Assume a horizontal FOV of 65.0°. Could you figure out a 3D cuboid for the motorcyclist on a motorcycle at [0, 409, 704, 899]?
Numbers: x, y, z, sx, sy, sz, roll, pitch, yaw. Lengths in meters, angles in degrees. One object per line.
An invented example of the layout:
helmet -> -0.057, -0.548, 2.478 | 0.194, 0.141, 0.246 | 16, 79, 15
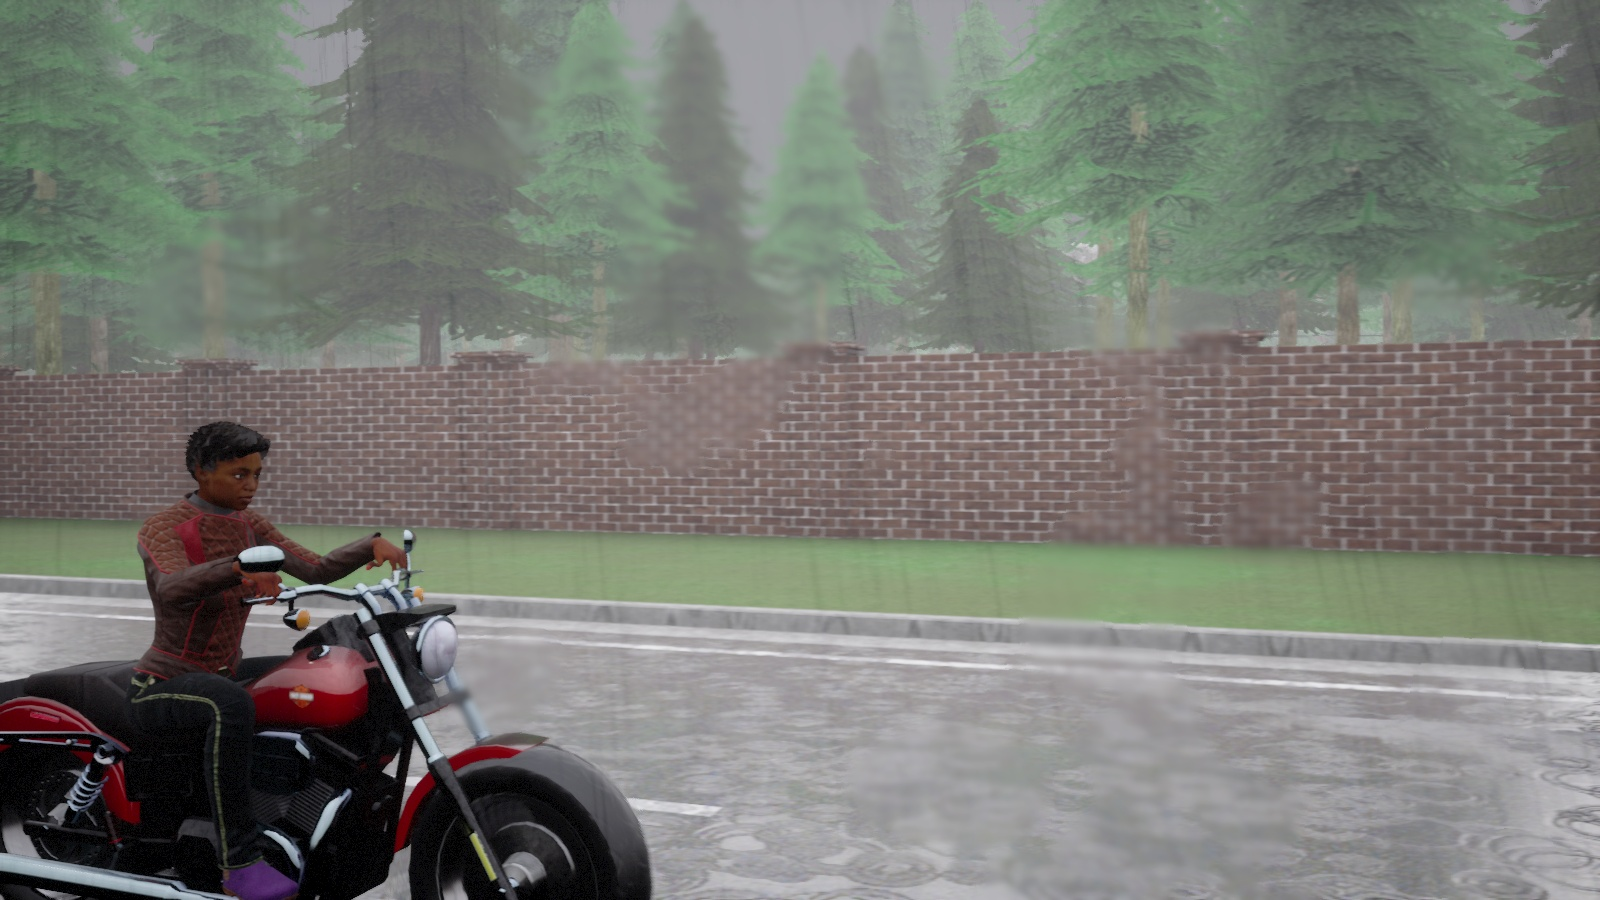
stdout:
motorcyclist on a motorcycle -> -1.521, 0.712, 3.704 | 2.350, 1.649, 0.766 | 1, 1, 19
